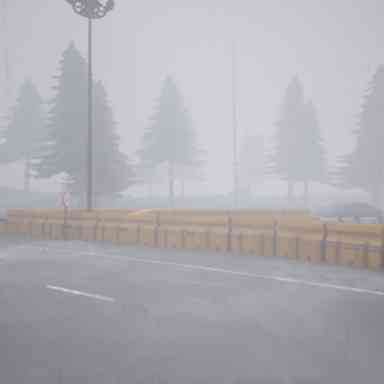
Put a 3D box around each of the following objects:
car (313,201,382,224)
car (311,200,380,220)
[{"bbox_3d":[11.178,1.481,23.989,4.892,1.490,1.837,0,0,-10],"label":"car"},{"bbox_3d":[12.735,1.461,27.796,4.902,1.511,2.128,0,0,-9],"label":"car"}]
